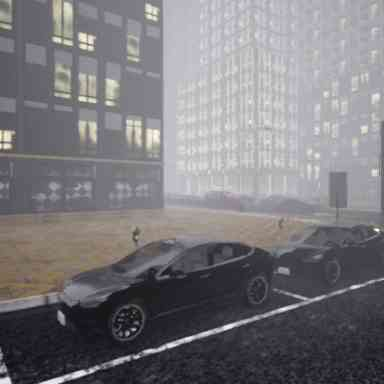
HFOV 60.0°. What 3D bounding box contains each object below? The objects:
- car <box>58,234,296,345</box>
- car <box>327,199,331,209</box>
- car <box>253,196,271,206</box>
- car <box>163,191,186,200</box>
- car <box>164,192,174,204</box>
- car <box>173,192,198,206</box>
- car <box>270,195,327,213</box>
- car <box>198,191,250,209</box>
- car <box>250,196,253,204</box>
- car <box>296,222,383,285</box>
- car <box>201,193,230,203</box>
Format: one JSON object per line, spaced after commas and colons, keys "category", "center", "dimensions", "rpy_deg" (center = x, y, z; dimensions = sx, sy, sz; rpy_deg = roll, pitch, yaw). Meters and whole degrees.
{"category": "car", "center": [-0.236, 1.563, 6.393], "dimensions": [4.313, 1.339, 1.947], "rpy_deg": [0, 0, -35]}
{"category": "car", "center": [13.369, 1.099, 36.156], "dimensions": [1.752, 1.417, 4.829], "rpy_deg": [1, 0, -36]}
{"category": "car", "center": [10.086, 1.038, 40.504], "dimensions": [1.947, 1.339, 4.313], "rpy_deg": [1, 0, -36]}
{"category": "car", "center": [-3.168, 0.621, 58.659], "dimensions": [1.947, 1.339, 4.313], "rpy_deg": [1, 0, -36]}
{"category": "car", "center": [-3.303, 0.842, 44.632], "dimensions": [1.887, 1.381, 4.507], "rpy_deg": [1, 0, -36]}
{"category": "car", "center": [0.009, 0.968, 40.094], "dimensions": [1.947, 1.339, 4.313], "rpy_deg": [1, 0, -36]}
{"category": "car", "center": [9.874, 1.200, 31.121], "dimensions": [1.994, 1.385, 4.181], "rpy_deg": [0, 1, -36]}
{"category": "car", "center": [3.328, 0.822, 35.554], "dimensions": [2.192, 1.841, 5.009], "rpy_deg": [1, 0, -36]}
{"category": "car", "center": [6.772, 0.950, 45.042], "dimensions": [1.802, 1.307, 4.206], "rpy_deg": [1, 0, -36]}
{"category": "car", "center": [4.036, 1.558, 9.438], "dimensions": [4.313, 1.339, 1.947], "rpy_deg": [0, 0, -35]}
{"category": "car", "center": [3.458, 0.829, 49.581], "dimensions": [1.947, 1.339, 4.313], "rpy_deg": [1, 0, -36]}
